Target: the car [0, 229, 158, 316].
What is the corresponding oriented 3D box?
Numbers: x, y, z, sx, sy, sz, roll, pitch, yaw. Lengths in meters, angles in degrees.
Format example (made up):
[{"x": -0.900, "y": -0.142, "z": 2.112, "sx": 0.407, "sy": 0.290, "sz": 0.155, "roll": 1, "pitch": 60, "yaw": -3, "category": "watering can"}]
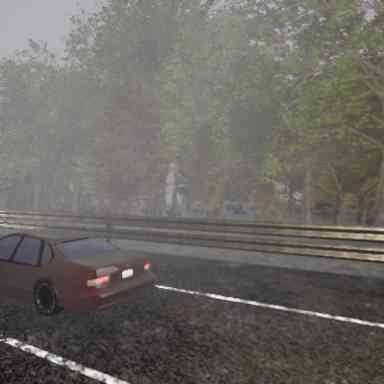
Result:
[{"x": -3.342, "y": 1.566, "z": 7.473, "sx": 5.357, "sy": 1.411, "sz": 2.033, "roll": 0, "pitch": 0, "yaw": 31, "category": "car"}]
